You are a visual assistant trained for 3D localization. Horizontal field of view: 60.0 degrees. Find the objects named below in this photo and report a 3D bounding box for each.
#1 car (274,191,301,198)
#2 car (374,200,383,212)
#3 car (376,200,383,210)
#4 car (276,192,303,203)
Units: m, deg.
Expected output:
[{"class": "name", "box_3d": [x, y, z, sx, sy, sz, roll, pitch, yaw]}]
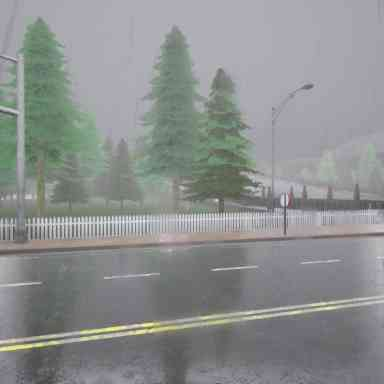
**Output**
[{"class": "car", "box_3d": [13.986, 0.877, 50.757, 2.097, 1.767, 4.553, 0, 4, -19]}, {"class": "car", "box_3d": [22.657, 1.592, 36.385, 1.895, 1.301, 4.718, 0, 0, -19]}, {"class": "car", "box_3d": [20.231, 1.502, 32.705, 1.837, 1.490, 4.892, 0, 0, -18]}, {"class": "car", "box_3d": [16.093, 0.863, 55.413, 1.895, 1.301, 4.718, 0, 4, -19]}]
